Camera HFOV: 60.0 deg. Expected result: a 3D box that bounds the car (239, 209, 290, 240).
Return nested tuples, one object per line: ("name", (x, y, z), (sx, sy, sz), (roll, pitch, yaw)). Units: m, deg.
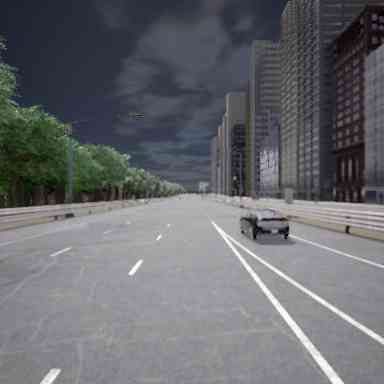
("car", (3.803, 1.680, 18.141), (2.128, 1.511, 4.902), (0, -1, -3))
